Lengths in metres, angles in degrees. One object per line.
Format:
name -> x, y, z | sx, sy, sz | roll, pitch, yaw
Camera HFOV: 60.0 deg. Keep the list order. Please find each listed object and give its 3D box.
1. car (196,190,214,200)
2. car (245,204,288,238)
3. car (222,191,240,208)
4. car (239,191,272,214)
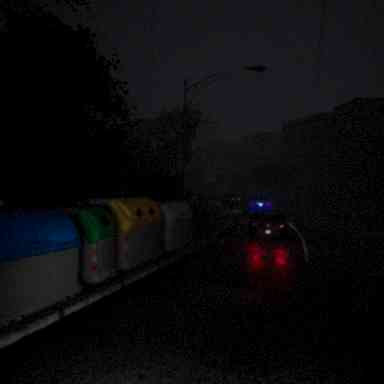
car -> 2.176, 0.393, 58.438 | 2.097, 1.767, 4.553 | -1, 3, -16
car -> 4.131, 1.592, 17.859 | 1.895, 1.301, 4.718 | 1, 0, 14
car -> 5.490, 0.918, 43.787 | 2.150, 2.045, 5.566 | 0, 2, -8
car -> 5.968, 1.148, 30.816 | 2.150, 2.045, 5.566 | 1, 1, 3
